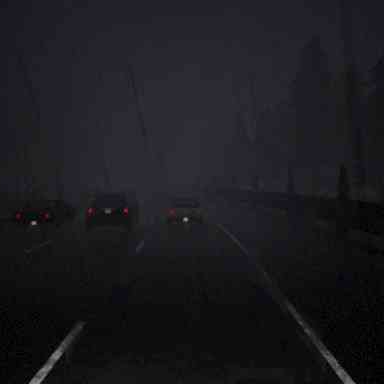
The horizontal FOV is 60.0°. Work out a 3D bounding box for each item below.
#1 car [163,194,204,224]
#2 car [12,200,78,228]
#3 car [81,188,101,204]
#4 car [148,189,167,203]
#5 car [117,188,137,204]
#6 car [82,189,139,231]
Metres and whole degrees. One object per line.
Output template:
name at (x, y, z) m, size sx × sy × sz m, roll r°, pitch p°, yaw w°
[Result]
car at (-0.521, 1.008, 18.873) m, size 1.895 × 1.301 × 4.718 m, roll 0°, pitch 2°, yaw -5°
car at (-7.403, 1.055, 17.366) m, size 1.895 × 1.301 × 4.718 m, roll 0°, pitch 2°, yaw -5°
car at (-10.604, 0.401, 35.270) m, size 1.837 × 1.490 × 4.892 m, roll 0°, pitch 2°, yaw -15°
car at (-3.676, 0.389, 36.319) m, size 1.812 × 1.442 × 4.674 m, roll 0°, pitch 2°, yaw -14°
car at (-6.998, 0.401, 35.274) m, size 1.837 × 1.490 × 4.892 m, roll 0°, pitch 2°, yaw -14°
car at (-3.886, 0.822, 16.841) m, size 2.097 × 1.767 × 4.553 m, roll 0°, pitch 2°, yaw -4°
